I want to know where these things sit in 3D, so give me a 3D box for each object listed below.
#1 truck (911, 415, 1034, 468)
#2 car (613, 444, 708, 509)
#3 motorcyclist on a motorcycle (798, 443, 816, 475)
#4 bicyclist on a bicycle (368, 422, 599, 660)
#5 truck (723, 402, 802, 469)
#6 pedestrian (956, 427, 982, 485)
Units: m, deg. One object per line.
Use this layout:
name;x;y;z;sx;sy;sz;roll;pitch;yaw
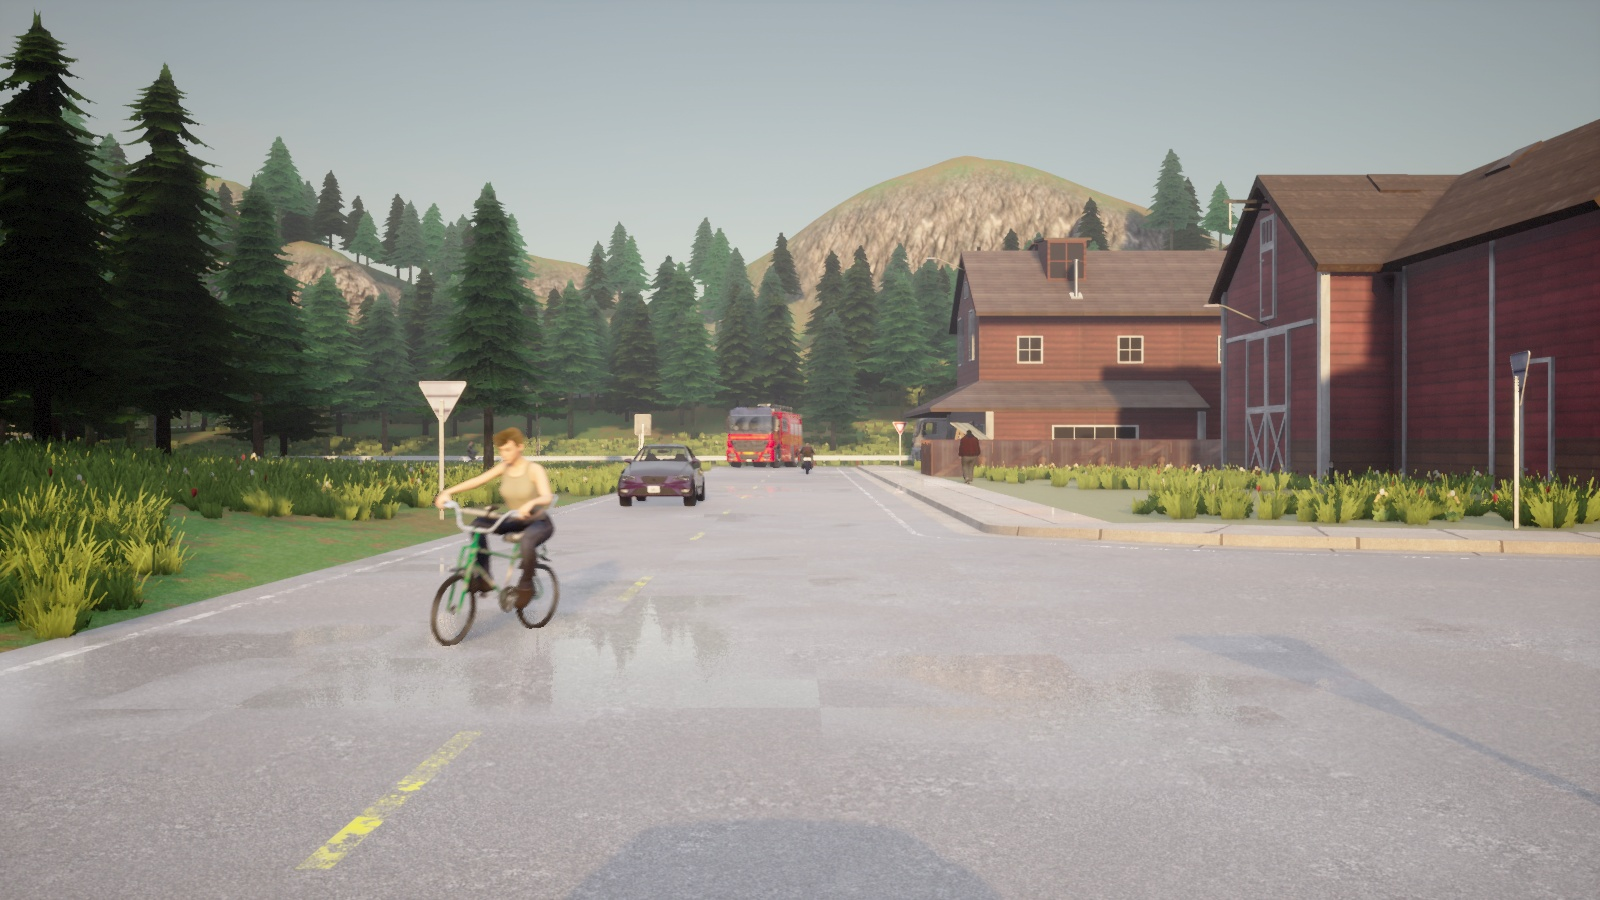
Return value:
truck;11.550;-0.563;84.684;7.936;3.462;2.891;0;0;0
car;-3.316;0.585;30.504;1.816;1.474;4.193;0;0;0
motorcyclist on a motorcycle;0.353;0.438;60.927;0.866;1.530;2.191;0;0;0
bicyclist on a bicycle;-2.370;0.627;9.569;0.866;1.612;1.509;4;2;26
truck;-2.155;-0.832;76.405;2.891;3.827;8.468;0;0;12
pedestrian;5.399;0.179;40.225;0.634;1.844;0.899;0;0;-5
